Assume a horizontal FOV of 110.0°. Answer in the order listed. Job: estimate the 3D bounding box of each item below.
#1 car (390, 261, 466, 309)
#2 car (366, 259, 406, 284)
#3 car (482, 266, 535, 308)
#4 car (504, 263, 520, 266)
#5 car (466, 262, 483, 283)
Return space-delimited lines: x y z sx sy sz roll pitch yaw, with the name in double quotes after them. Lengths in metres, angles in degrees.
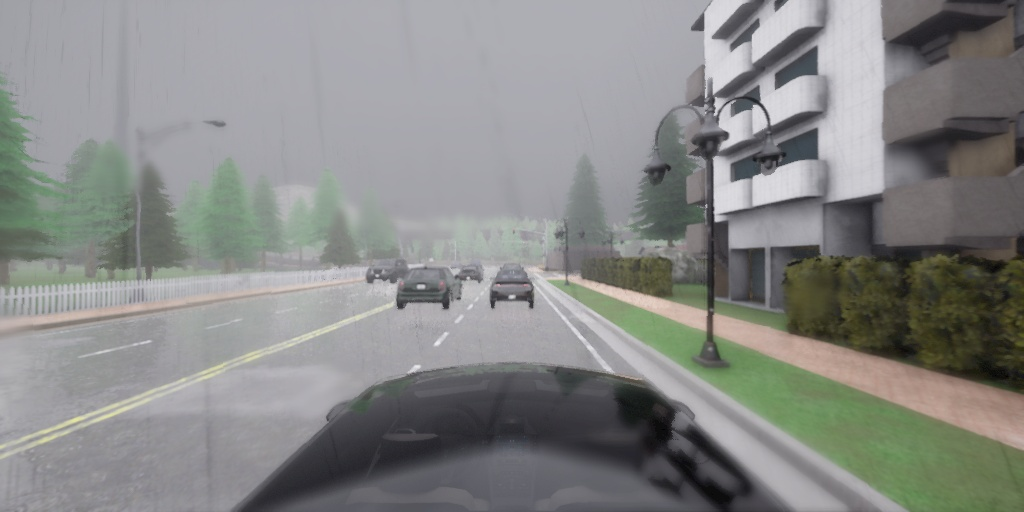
-3.497 1.234 15.937 2.097 1.767 4.553 0 -1 0 "car"
-10.501 1.228 30.692 2.150 2.045 5.566 0 -1 0 "car"
0.005 1.379 16.152 2.128 1.511 4.902 0 0 0 "car"
0.022 1.375 30.929 2.097 1.767 4.553 0 -1 1 "car"
-3.495 1.535 31.156 1.837 1.490 4.892 0 0 0 "car"
